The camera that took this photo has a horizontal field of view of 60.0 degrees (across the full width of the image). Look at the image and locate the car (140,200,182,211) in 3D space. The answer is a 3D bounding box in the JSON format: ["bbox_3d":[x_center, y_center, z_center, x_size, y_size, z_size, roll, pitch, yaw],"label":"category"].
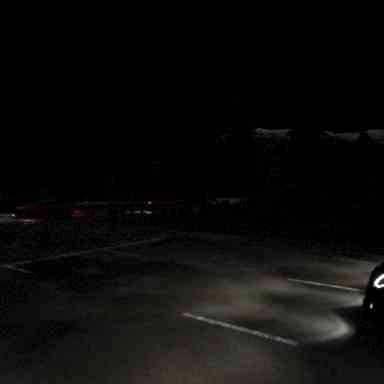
[{"bbox_3d":[-3.893,1.275,39.042,4.553,1.767,2.097,1,0,-44],"label":"car"}]

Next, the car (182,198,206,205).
[{"bbox_3d":[-0.344,1.512,47.065,4.718,1.301,1.895,0,0,-39],"label":"car"}]

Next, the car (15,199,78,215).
[{"bbox_3d":[-14.419,1.447,33.132,5.357,1.411,2.033,0,0,-43],"label":"car"}]

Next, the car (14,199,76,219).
[{"bbox_3d":[-12.571,1.398,28.585,1.882,1.535,5.008,0,0,35],"label":"car"}]

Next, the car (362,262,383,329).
[{"bbox_3d":[4.980,1.352,4.693,4.553,1.767,2.097,0,0,36],"label":"car"}]
